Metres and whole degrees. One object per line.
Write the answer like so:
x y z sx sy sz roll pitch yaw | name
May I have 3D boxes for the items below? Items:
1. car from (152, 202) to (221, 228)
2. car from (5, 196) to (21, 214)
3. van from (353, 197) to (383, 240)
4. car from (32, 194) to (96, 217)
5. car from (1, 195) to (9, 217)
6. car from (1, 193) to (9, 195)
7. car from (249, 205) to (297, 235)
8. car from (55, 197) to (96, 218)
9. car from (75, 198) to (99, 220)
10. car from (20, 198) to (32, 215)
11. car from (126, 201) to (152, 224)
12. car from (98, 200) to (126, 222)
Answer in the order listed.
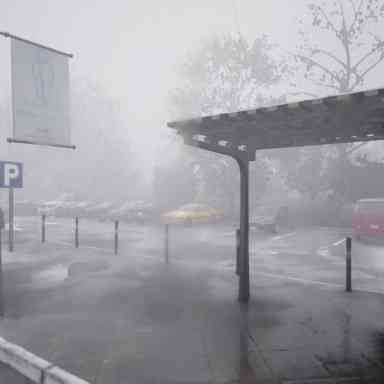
0.009 1.475 22.489 1.946 1.575 5.366 0 0 36 | car
-15.696 1.455 33.932 2.097 1.535 5.008 0 0 36 | car
9.218 1.264 16.281 1.878 1.987 4.442 0 0 36 | van
-11.192 1.212 30.685 2.435 2.045 5.566 0 0 36 | car
-17.845 1.444 35.701 1.946 1.575 5.366 0 0 36 | car
-24.745 1.153 40.370 2.435 2.045 5.566 0 0 36 | car
4.617 1.514 19.389 2.163 1.488 4.792 0 0 36 | car
-8.914 1.466 29.099 2.097 1.535 5.008 0 0 36 | car
-6.655 1.469 27.485 2.097 1.535 5.008 0 0 36 | car
-13.436 1.462 32.317 2.231 1.521 4.892 0 0 36 | car
-2.125 1.505 24.278 2.163 1.488 4.792 0 0 36 | car
-4.396 1.473 25.872 2.231 1.521 4.892 0 0 36 | car
